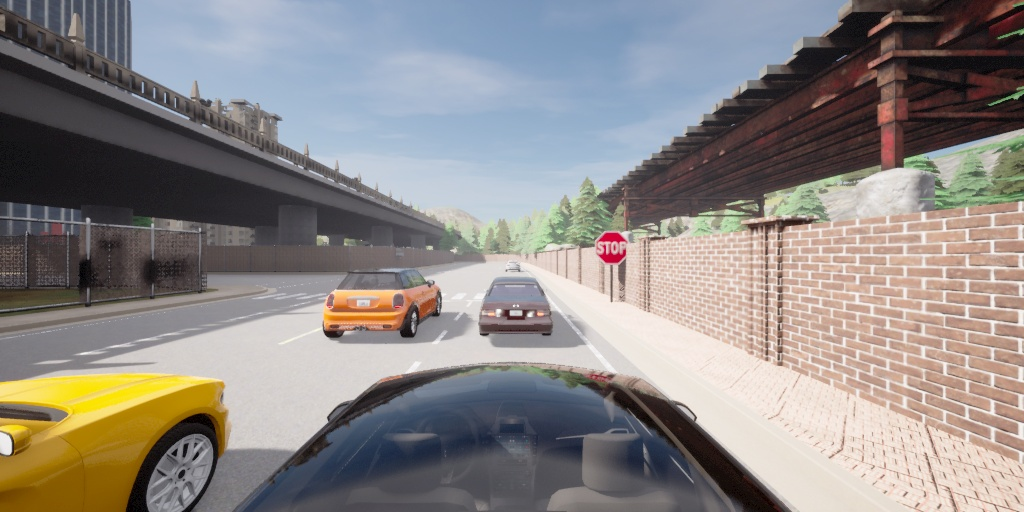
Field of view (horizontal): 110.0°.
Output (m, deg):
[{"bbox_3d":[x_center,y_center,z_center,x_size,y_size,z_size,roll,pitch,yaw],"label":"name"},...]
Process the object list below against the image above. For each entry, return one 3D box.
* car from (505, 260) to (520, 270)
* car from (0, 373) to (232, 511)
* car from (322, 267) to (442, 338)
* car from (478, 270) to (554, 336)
[{"bbox_3d":[0.113,1.276,46.246,1.812,1.442,4.674,0,0,-1],"label":"car"},{"bbox_3d":[-3.397,1.228,1.092,1.882,1.535,5.008,0,0,0],"label":"car"},{"bbox_3d":[-3.413,1.102,10.350,2.097,1.767,4.553,0,0,0],"label":"car"},{"bbox_3d":[0.088,1.297,10.369,2.033,1.411,5.357,0,0,0],"label":"car"}]
